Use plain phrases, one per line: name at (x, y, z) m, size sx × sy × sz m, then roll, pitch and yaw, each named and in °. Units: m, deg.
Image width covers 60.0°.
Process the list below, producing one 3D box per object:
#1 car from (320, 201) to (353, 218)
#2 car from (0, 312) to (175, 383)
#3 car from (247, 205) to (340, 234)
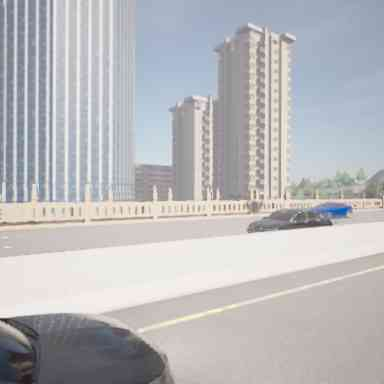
car at (12.567, 1.617, 30.141) m, size 5.008 × 1.535 × 1.882 m, roll 0°, pitch 0°, yaw -35°
car at (-2.373, 1.500, 2.054) m, size 4.892 × 1.490 × 1.837 m, roll 1°, pitch 0°, yaw -35°
car at (4.757, 1.566, 15.980) m, size 4.892 × 1.490 × 1.837 m, roll 0°, pitch 0°, yaw -35°
